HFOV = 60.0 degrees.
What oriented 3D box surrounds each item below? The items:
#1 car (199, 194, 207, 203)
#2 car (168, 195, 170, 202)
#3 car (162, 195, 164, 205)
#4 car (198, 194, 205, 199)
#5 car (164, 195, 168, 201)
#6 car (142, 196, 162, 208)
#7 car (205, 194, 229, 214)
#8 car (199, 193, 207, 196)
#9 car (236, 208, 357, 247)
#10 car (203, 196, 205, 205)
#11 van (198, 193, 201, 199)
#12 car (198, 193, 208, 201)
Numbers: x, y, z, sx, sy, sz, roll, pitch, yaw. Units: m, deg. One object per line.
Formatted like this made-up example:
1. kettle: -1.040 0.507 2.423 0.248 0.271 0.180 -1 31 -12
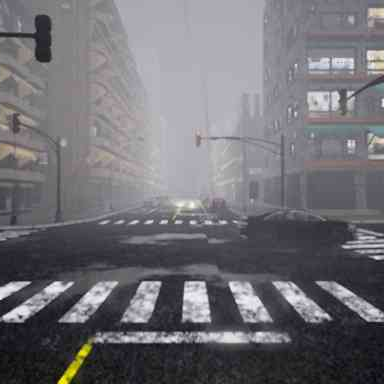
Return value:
1. car: 2.652 1.434 56.565 1.802 1.307 4.206 0 0 0
2. car: -5.740 1.360 73.162 1.887 1.381 4.507 0 0 0
3. car: -5.724 1.447 51.025 1.802 1.307 4.206 0 0 0
4. car: 2.625 1.313 95.304 1.887 1.381 4.507 0 0 0
5. car: -5.728 1.418 56.560 1.947 1.339 4.313 0 0 0
6. car: -5.721 1.430 45.491 2.008 1.369 4.403 0 0 0
7. car: 2.668 1.347 34.427 1.967 1.590 4.097 0 0 0
8. car: 2.649 1.421 62.099 1.802 1.307 4.206 0 0 0
9. car: 4.359 1.434 14.101 4.902 1.511 2.128 -1 0 0
10. car: 2.664 1.444 39.962 2.008 1.369 4.403 0 0 0
11. van: 2.645 1.168 67.633 1.690 1.788 3.998 0 0 0
12. car: 2.638 1.118 78.701 2.192 1.841 5.009 0 0 0
